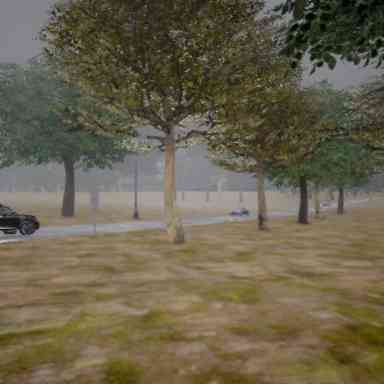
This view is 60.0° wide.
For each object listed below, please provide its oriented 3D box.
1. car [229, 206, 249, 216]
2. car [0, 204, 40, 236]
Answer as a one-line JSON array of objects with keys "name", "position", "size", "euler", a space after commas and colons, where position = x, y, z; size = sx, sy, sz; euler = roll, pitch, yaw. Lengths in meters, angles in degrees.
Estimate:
[{"name": "car", "position": [8.077, 3.236, 56.990], "size": [2.097, 1.767, 4.553], "euler": [-2, -2, 33]}, {"name": "car", "position": [-11.941, 1.635, 19.630], "size": [2.150, 2.045, 5.566], "euler": [-2, -3, 33]}]
